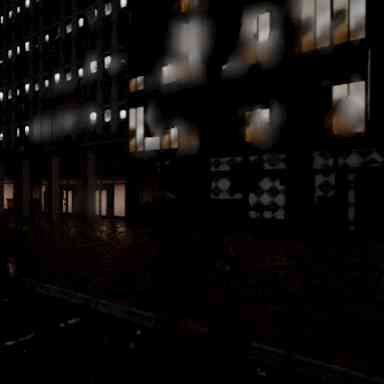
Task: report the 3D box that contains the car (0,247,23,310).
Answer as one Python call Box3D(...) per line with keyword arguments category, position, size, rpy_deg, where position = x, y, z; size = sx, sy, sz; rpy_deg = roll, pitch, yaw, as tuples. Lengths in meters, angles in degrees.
Box3D(category="car", position=(-5.191, 1.456, 6.558), size=(4.097, 1.590, 1.967), rpy_deg=(0, 0, 35))
